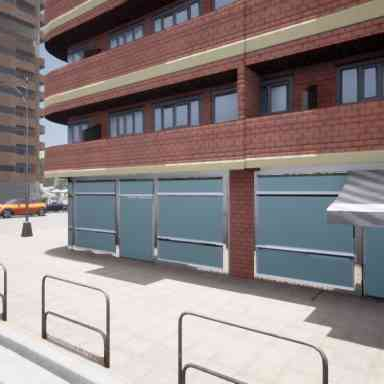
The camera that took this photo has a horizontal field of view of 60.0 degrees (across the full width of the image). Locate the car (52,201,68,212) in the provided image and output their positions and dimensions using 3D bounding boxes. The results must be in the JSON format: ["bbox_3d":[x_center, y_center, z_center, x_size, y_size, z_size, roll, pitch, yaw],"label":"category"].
[{"bbox_3d":[-15.369,1.601,35.814,1.895,1.301,4.718,0,0,36],"label":"car"}]

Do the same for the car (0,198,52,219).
[{"bbox_3d":[-15.480,1.352,29.729,2.097,1.767,4.553,0,0,36],"label":"car"}]
